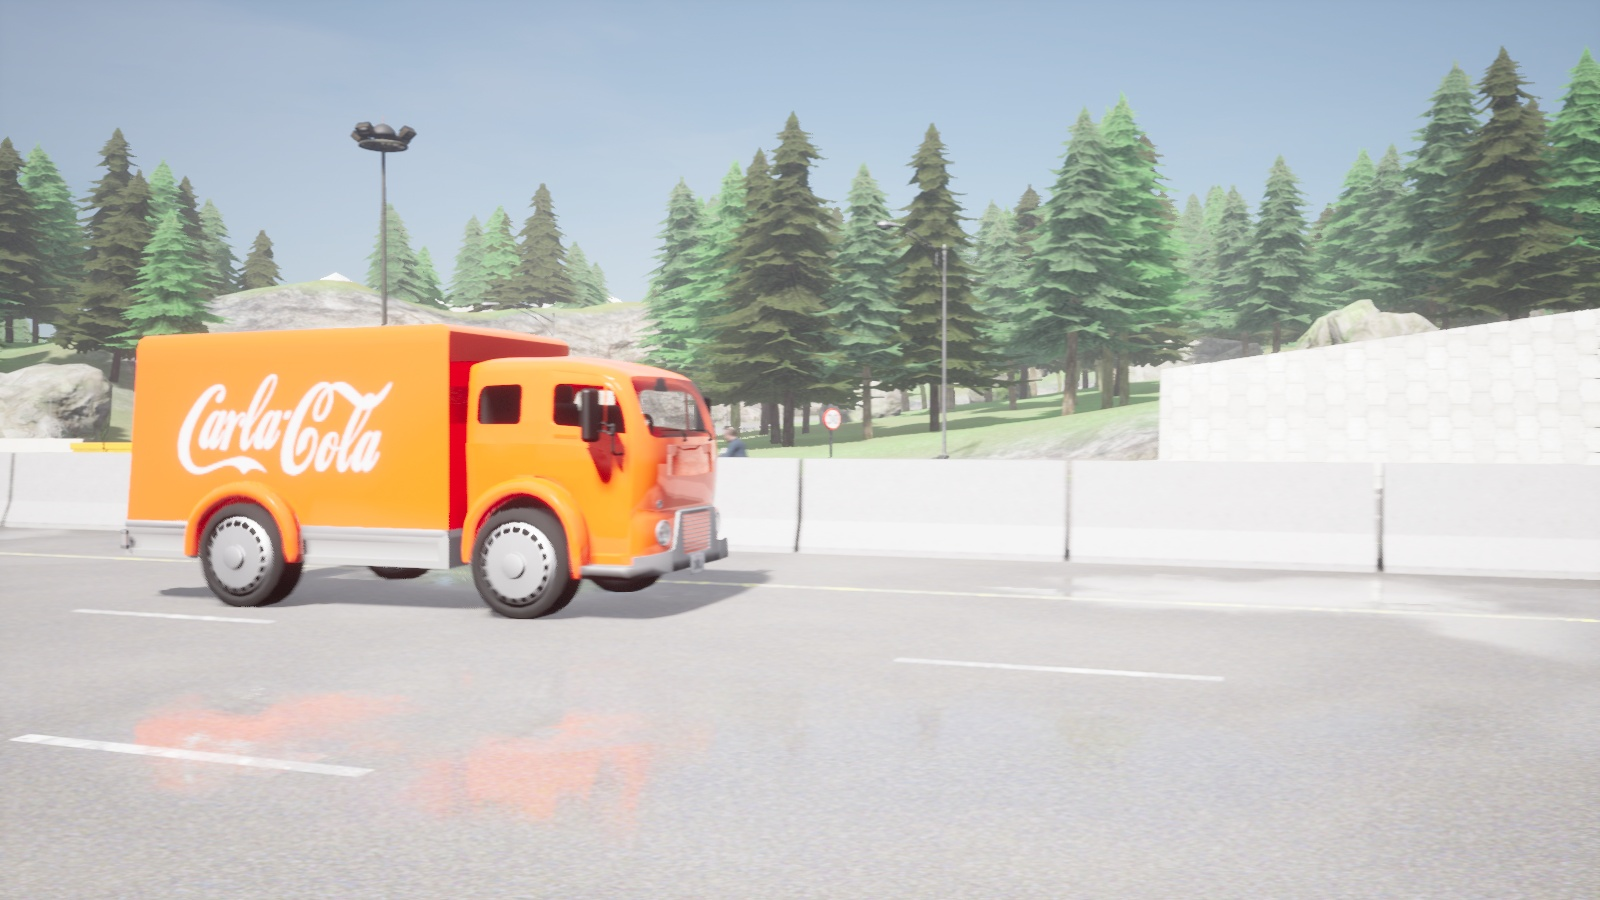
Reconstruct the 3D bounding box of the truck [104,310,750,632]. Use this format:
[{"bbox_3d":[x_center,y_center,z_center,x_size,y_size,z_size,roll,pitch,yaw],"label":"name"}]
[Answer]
[{"bbox_3d":[-3.374,0.111,11.706,5.204,2.467,2.627,1,1,19],"label":"truck"}]
